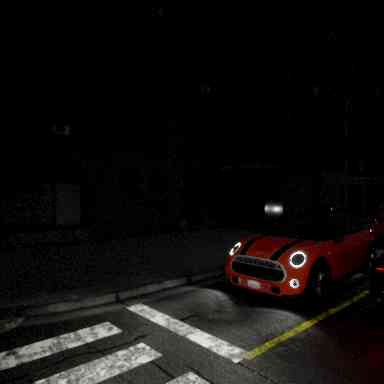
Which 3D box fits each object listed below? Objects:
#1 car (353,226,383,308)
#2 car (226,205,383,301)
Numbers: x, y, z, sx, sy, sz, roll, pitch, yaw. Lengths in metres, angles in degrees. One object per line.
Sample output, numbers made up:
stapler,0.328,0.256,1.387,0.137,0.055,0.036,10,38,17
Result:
car,5.277,1.490,6.778,4.892,1.490,1.837,0,0,-43
car,2.907,1.322,8.433,4.553,1.767,2.097,0,0,-43
